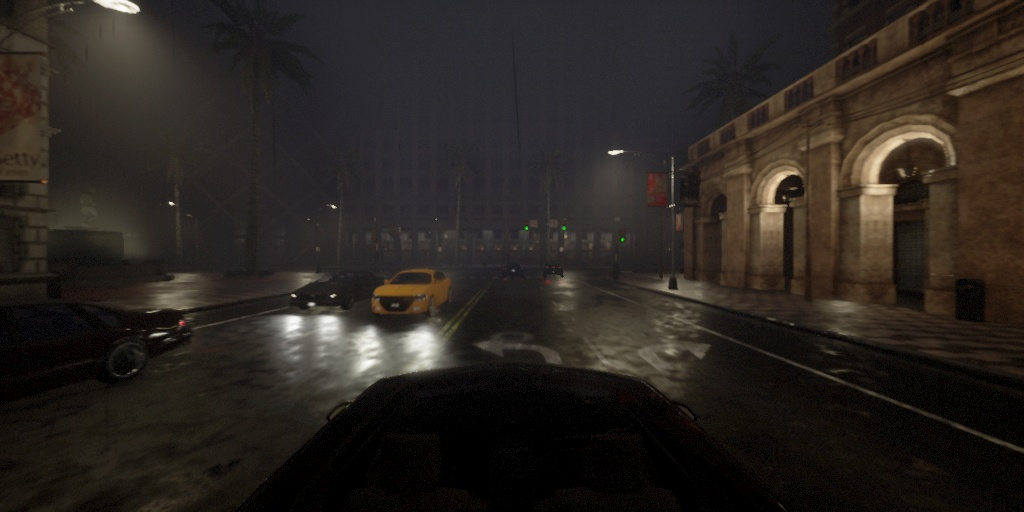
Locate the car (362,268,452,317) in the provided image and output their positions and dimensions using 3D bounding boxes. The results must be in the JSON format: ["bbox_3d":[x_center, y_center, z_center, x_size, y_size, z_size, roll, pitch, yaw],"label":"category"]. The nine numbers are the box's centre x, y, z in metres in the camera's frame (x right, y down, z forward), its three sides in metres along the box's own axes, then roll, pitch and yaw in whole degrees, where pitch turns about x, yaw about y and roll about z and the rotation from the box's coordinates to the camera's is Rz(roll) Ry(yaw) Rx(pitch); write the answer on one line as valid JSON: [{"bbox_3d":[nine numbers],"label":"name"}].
[{"bbox_3d":[-3.493,1.229,13.325,1.882,1.535,5.008,0,0,1],"label":"car"}]

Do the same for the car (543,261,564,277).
[{"bbox_3d":[4.089,1.259,35.318,2.128,1.511,4.902,0,0,6],"label":"car"}]

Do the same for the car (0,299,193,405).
[{"bbox_3d":[-7.032,1.292,4.401,2.033,1.411,5.357,0,0,1],"label":"car"}]

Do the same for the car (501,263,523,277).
[{"bbox_3d":[0.026,1.327,34.880,1.994,1.385,4.181,0,0,-3],"label":"car"}]

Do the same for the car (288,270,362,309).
[{"bbox_3d":[-6.958,1.296,15.110,2.033,1.411,5.357,0,0,0],"label":"car"}]
